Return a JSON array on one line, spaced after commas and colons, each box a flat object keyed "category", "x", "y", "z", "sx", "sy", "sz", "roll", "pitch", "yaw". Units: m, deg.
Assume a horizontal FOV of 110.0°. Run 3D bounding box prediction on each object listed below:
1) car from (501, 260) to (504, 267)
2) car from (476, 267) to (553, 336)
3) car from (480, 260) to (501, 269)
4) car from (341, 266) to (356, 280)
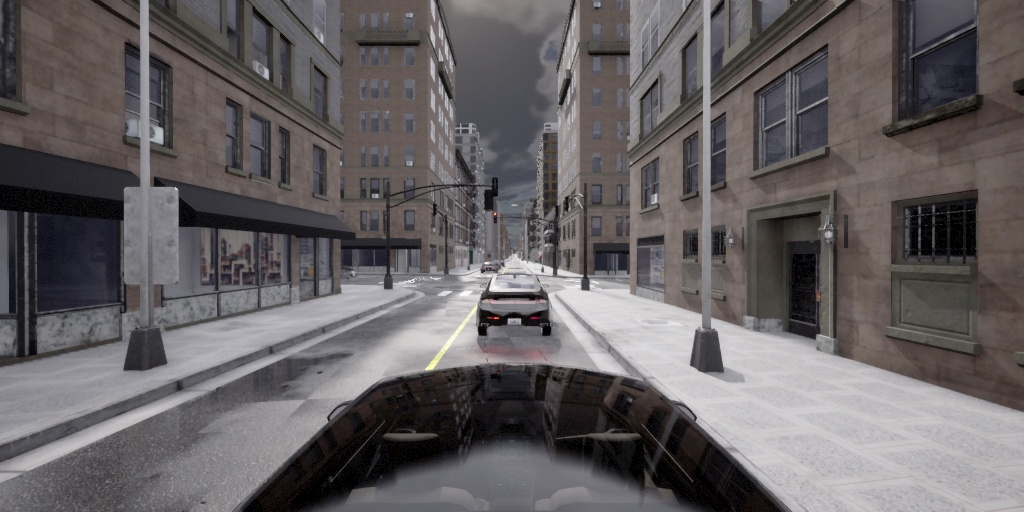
[{"category": "car", "x": -2.608, "y": 1.332, "z": 54.862, "sx": 1.837, "sy": 1.490, "sz": 4.892, "roll": 0, "pitch": 1, "yaw": 1}, {"category": "car", "x": 0.076, "y": 1.243, "z": 10.380, "sx": 2.128, "sy": 1.511, "sz": 4.902, "roll": 0, "pitch": 0, "yaw": 1}, {"category": "car", "x": -2.713, "y": 1.372, "z": 44.035, "sx": 1.994, "sy": 1.385, "sz": 4.181, "roll": 0, "pitch": 0, "yaw": 1}, {"category": "car", "x": -14.038, "y": 1.076, "z": 26.287, "sx": 4.902, "sy": 1.511, "sz": 2.128, "roll": 1, "pitch": 0, "yaw": 0}]
